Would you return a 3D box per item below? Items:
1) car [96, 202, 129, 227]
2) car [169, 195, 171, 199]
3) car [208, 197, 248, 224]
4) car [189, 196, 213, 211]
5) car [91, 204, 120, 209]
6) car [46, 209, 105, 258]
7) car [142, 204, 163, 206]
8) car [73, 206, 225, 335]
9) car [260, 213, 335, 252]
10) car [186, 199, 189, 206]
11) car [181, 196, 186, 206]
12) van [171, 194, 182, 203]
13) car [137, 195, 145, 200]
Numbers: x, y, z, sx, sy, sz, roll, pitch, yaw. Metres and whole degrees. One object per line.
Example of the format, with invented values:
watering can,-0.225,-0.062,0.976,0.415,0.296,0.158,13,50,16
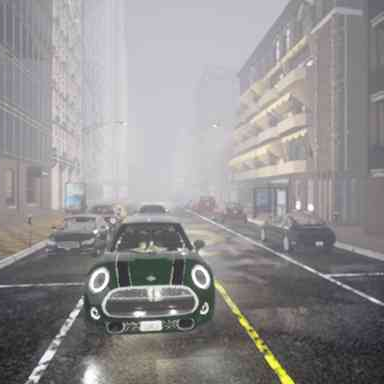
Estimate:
car,-5.555,1.530,23.679,1.752,1.417,4.829,0,0,-7
car,-3.551,1.603,75.332,1.947,1.339,4.313,0,0,-7
car,2.740,1.444,24.885,1.967,1.590,4.097,0,0,-7
car,1.342,1.323,36.096,2.192,1.841,5.009,0,0,-7
car,-4.878,1.443,18.244,1.967,1.590,4.097,0,0,-7
car,-4.178,1.552,12.638,2.008,1.369,4.403,0,0,-7
car,-2.384,1.480,20.004,1.882,1.535,5.008,0,0,-7
car,-0.871,1.352,7.056,2.097,1.767,4.553,0,0,-7
car,4.138,1.551,13.675,2.008,1.369,4.403,0,0,-7
car,0.643,1.592,41.701,1.802,1.307,4.206,0,0,-7
car,-0.056,1.594,47.306,1.802,1.307,4.206,0,0,-7
van,-2.853,1.372,69.726,1.690,1.788,3.998,0,0,-7
car,-13.965,1.495,91.111,1.967,1.590,4.097,0,0,-7
